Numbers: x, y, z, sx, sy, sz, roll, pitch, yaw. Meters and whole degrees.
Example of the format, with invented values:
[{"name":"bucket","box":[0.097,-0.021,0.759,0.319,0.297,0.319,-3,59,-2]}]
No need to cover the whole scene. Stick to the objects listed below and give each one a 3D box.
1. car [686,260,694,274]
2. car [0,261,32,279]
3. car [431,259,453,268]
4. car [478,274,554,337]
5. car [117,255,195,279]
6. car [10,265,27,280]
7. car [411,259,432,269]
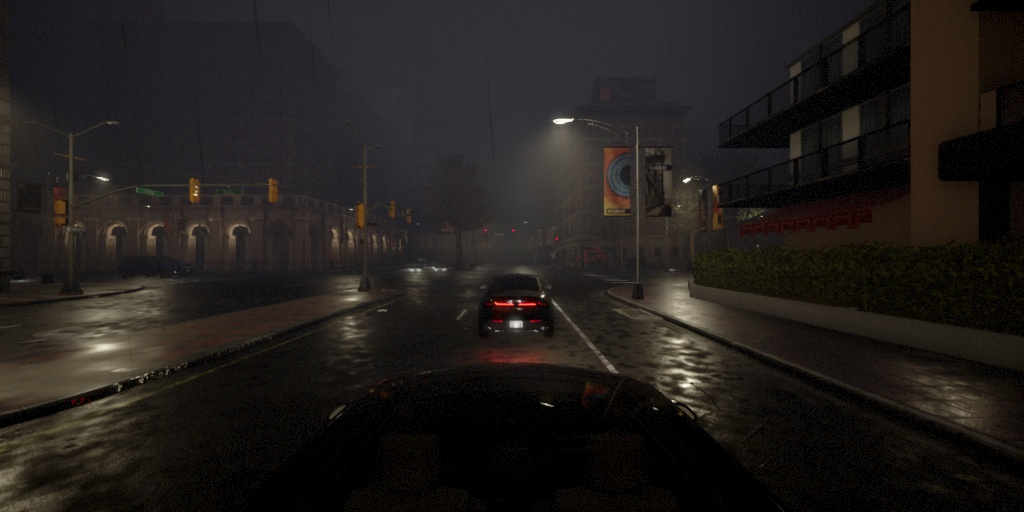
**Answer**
[{"name":"car","box":[21.863,1.348,39.565,4.718,1.301,1.895,0,0,0]},{"name":"car","box":[-47.065,1.226,32.376,5.008,1.535,1.882,0,0,1]},{"name":"car","box":[-11.357,1.310,58.700,1.994,1.385,4.181,0,0,0]},{"name":"car","box":[0.109,1.254,10.304,1.837,1.490,4.892,0,0,0]},{"name":"car","box":[-32.078,0.969,32.368,5.566,2.045,2.150,0,0,0]},{"name":"car","box":[-42.148,1.312,28.852,4.181,1.385,1.994,0,0,0]},{"name":"car","box":[-14.862,1.238,57.928,2.128,1.511,4.902,0,0,0]}]
